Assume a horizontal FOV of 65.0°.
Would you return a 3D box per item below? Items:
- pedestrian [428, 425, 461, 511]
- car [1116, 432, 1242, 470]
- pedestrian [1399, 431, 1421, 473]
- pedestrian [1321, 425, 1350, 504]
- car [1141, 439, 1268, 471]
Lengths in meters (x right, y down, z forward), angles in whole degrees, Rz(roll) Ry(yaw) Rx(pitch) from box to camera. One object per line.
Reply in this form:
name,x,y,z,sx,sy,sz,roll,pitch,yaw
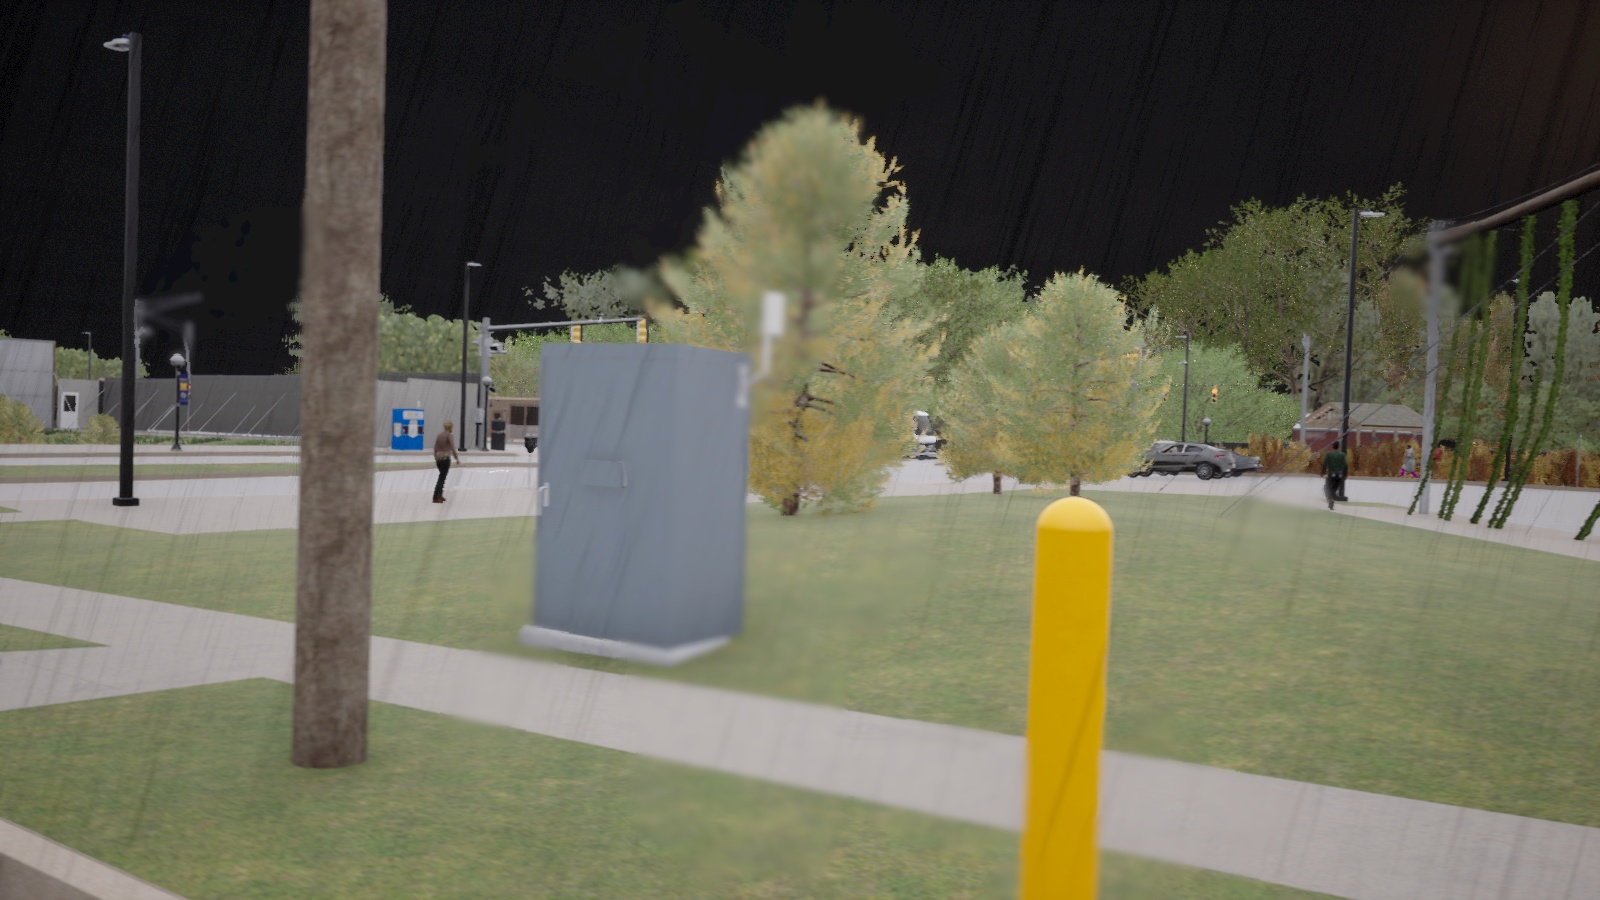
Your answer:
pedestrian,-7.794,0.389,27.552,0.331,1.846,0.634,2,2,31
car,17.061,0.008,56.617,5.027,1.651,2.152,0,1,34
pedestrian,29.310,0.084,60.367,0.873,1.952,0.659,2,2,25
pedestrian,13.577,0.357,31.832,0.423,1.949,0.788,1,2,8
car,19.168,0.217,59.601,5.357,1.411,2.033,0,1,34
